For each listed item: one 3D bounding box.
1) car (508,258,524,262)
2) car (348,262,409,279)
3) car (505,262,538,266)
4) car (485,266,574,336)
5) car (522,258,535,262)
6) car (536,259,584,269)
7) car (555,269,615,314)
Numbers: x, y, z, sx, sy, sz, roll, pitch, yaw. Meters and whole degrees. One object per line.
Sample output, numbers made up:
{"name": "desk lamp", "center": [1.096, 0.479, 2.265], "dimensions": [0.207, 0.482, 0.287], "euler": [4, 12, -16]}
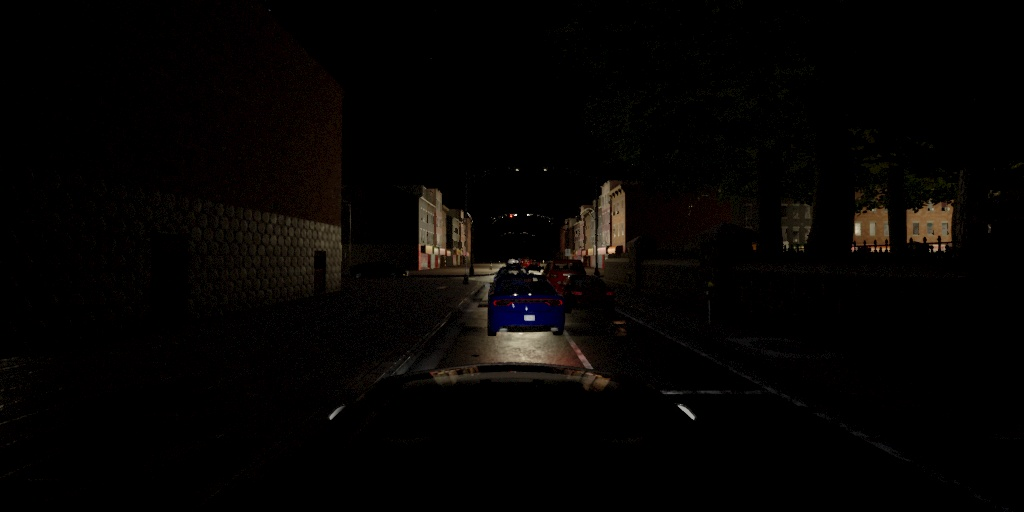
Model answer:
{"name": "car", "center": [0.160, 1.301, 47.264], "dimensions": [2.128, 1.511, 4.902], "euler": [0, 0, 0]}
{"name": "car", "center": [-11.303, 1.243, 30.544], "dimensions": [4.892, 1.490, 1.837], "euler": [1, -1, 0]}
{"name": "car", "center": [0.081, 1.236, 18.007], "dimensions": [1.882, 1.535, 5.008], "euler": [0, 0, 1]}
{"name": "car", "center": [0.231, 1.230, 10.474], "dimensions": [1.882, 1.535, 5.008], "euler": [0, 0, -4]}
{"name": "car", "center": [2.668, 1.350, 45.389], "dimensions": [1.888, 1.381, 4.507], "euler": [0, 0, 0]}
{"name": "car", "center": [2.650, 1.074, 18.960], "dimensions": [2.192, 1.841, 5.009], "euler": [0, 0, 0]}
{"name": "car", "center": [2.646, 1.336, 13.511], "dimensions": [1.802, 1.307, 4.207], "euler": [0, 0, 0]}
